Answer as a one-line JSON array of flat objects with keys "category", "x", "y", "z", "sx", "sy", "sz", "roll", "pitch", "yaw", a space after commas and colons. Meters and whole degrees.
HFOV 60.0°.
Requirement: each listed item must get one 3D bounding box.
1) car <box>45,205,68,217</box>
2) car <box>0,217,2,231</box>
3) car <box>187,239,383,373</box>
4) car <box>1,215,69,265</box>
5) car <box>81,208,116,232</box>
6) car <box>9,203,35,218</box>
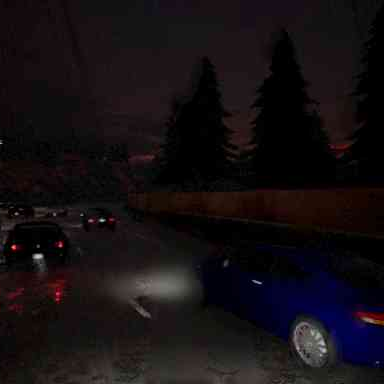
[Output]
[{"category": "car", "x": -14.759, "y": 2.052, "z": 36.423, "sx": 1.895, "sy": 1.301, "sz": 4.718, "roll": -1, "pitch": 0, "yaw": -16}, {"category": "car", "x": -12.807, "y": 1.654, "z": 19.845, "sx": 2.097, "sy": 1.767, "sz": 4.553, "roll": 0, "pitch": 0, "yaw": -22}, {"category": "car", "x": 1.624, "y": 1.552, "z": 5.750, "sx": 1.812, "sy": 1.442, "sz": 4.674, "roll": 0, "pitch": 0, "yaw": -29}, {"category": "car", "x": -5.818, "y": 1.765, "z": 12.503, "sx": 1.895, "sy": 1.301, "sz": 4.718, "roll": 0, "pitch": 0, "yaw": -26}, {"category": "car", "x": -6.383, "y": 1.795, "z": 22.465, "sx": 2.033, "sy": 1.411, "sz": 5.357, "roll": -1, "pitch": 0, "yaw": -22}, {"category": "car", "x": -18.105, "y": 1.985, "z": 35.504, "sx": 1.837, "sy": 1.490, "sz": 4.892, "roll": -1, "pitch": -1, "yaw": -16}]
